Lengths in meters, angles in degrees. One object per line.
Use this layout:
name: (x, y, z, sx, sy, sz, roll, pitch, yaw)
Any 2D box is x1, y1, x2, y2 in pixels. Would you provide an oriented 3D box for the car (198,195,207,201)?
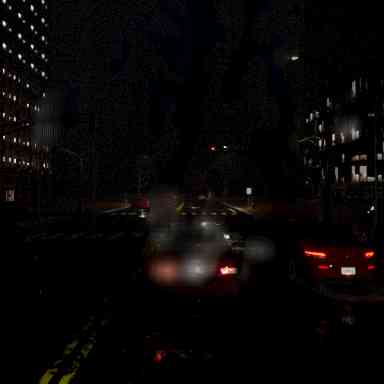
car: (2.542, 1.393, 82.803, 1.812, 1.442, 4.674, 0, 0, -4)

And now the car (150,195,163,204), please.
car: (-6.664, 1.429, 62.483, 1.837, 1.490, 4.892, 0, 0, 0)

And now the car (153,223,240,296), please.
car: (0.089, 1.544, 8.824, 2.033, 1.411, 5.357, 0, 0, 0)

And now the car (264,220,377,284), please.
car: (3.338, 1.522, 9.408, 1.812, 1.442, 4.674, 0, 0, 0)

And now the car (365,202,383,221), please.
car: (16.990, 1.280, 26.660, 5.566, 2.045, 2.150, 0, 0, 3)

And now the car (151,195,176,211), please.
car: (-3.396, 1.320, 40.576, 2.097, 1.767, 4.553, 0, 0, 0)

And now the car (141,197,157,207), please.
car: (-6.662, 1.472, 52.119, 1.812, 1.442, 4.674, 0, 0, 0)

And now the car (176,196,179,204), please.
car: (-3.405, 1.456, 49.468, 1.837, 1.490, 4.892, 0, 0, 0)

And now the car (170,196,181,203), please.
car: (-3.422, 1.473, 69.121, 1.994, 1.385, 4.181, 0, 0, -1)

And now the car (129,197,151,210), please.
car: (-6.651, 1.443, 42.198, 1.882, 1.535, 5.008, 0, 0, 0)
